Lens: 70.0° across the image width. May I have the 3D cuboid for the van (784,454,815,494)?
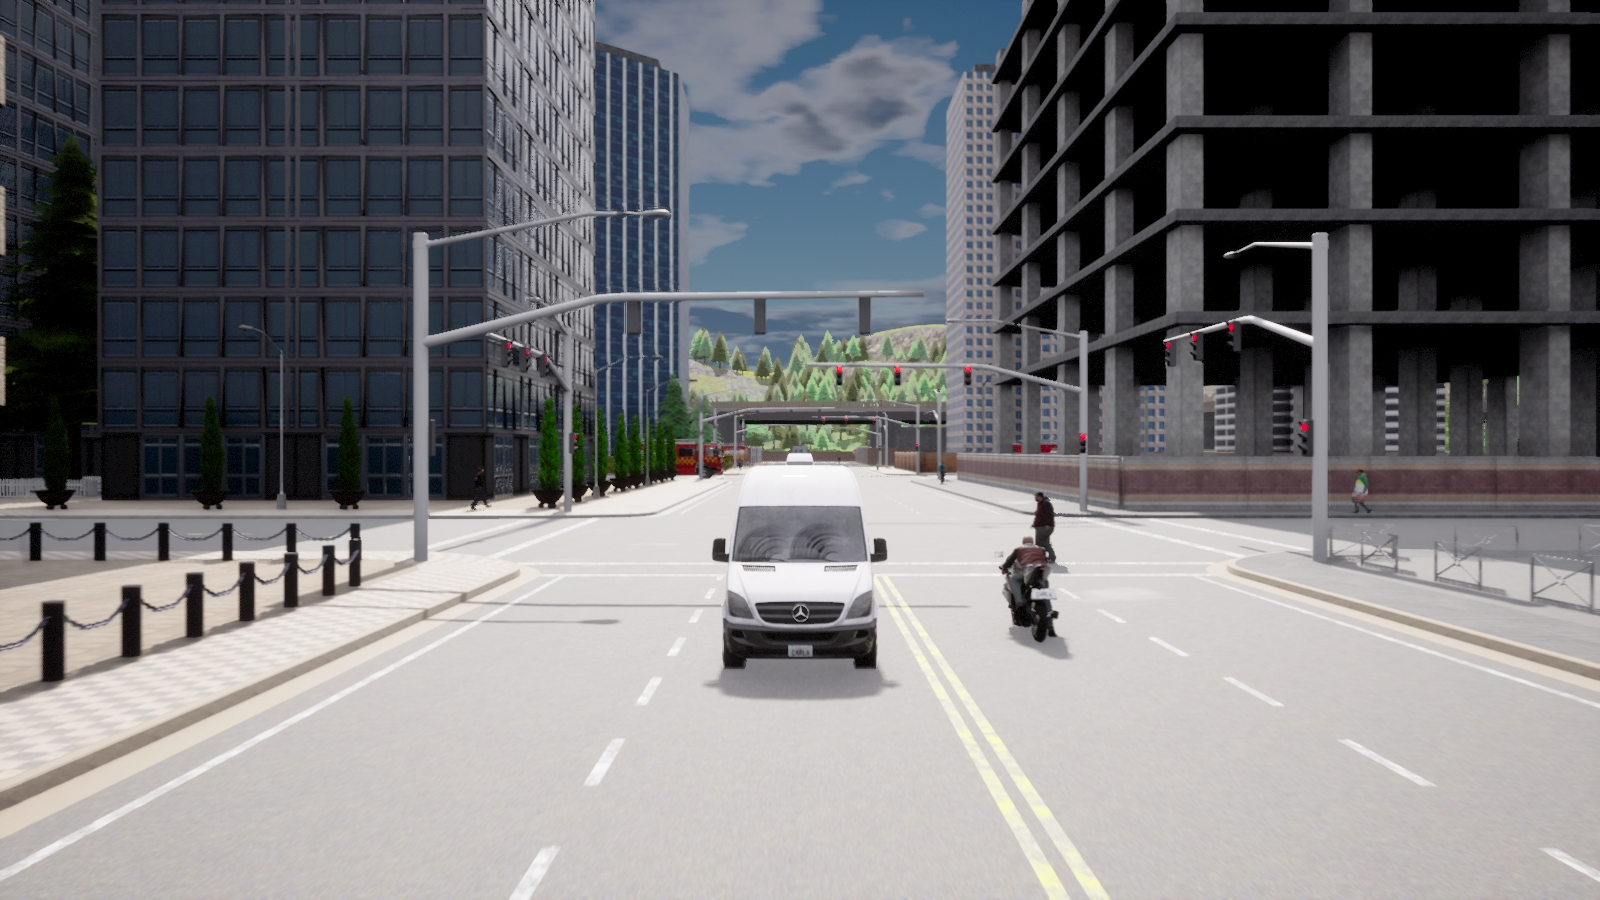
[{"bbox_3d":[-0.014,1.523,75.332,1.988,2.561,5.915,0,0,0],"label":"van"}]

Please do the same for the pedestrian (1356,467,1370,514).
[{"bbox_3d":[22.763,1.634,46.169,0.375,1.860,0.375,0,0,-2],"label":"pedestrian"}]

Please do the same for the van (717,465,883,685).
[{"bbox_3d":[-0.005,1.532,16.644,1.988,2.561,5.915,0,0,0],"label":"van"}]

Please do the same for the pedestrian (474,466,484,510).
[{"bbox_3d":[-13.663,1.635,48.638,0.375,1.860,0.375,0,0,-4],"label":"pedestrian"}]

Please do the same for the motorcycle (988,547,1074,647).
[{"bbox_3d":[3.498,2.202,17.481,0.867,1.251,2.209,0,0,0],"label":"motorcycle"}]

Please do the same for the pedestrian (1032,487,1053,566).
[{"bbox_3d":[5.813,1.831,27.386,0.375,1.860,0.375,0,0,-7],"label":"pedestrian"}]
